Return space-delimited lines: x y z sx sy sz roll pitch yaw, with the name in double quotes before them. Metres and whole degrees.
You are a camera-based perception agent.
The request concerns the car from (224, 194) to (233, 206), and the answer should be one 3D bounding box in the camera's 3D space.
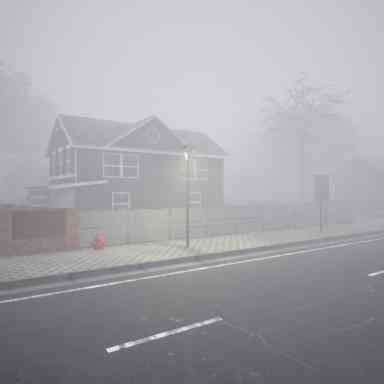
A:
"car" 4.316 1.279 46.469 2.150 2.045 5.566 0 0 -35
